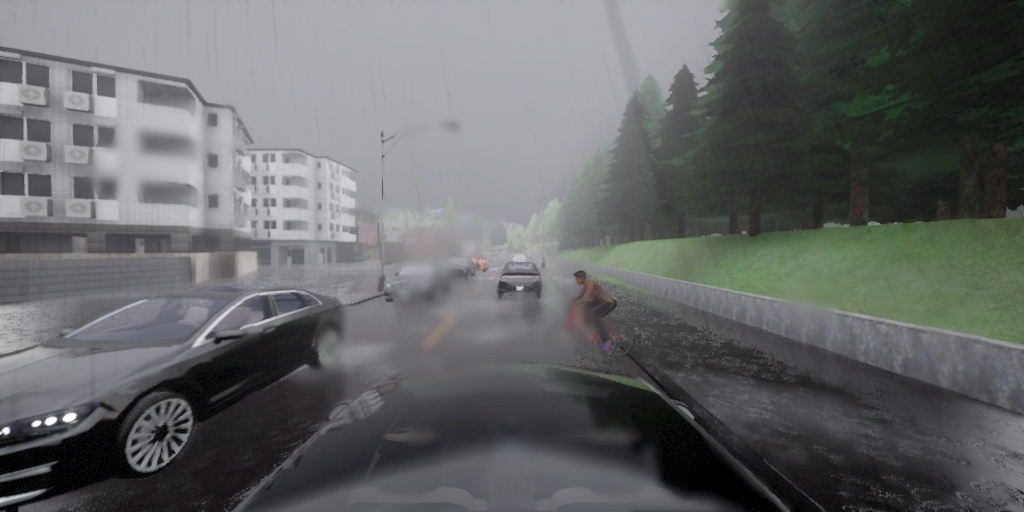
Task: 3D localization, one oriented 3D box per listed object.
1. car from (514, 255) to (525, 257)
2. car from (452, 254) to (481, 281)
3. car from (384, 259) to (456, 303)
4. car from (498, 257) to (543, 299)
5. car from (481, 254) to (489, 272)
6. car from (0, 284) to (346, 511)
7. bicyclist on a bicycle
[{"bbox_3d":[0.892,0.599,42.029,1.812,1.442,4.674,0,1,1],"label":"car"},{"bbox_3d":[-3.555,0.840,24.709,1.882,1.535,5.008,0,1,1],"label":"car"},{"bbox_3d":[-3.846,1.046,15.273,1.812,1.442,4.674,0,1,1],"label":"car"},{"bbox_3d":[0.373,0.996,16.306,2.128,1.511,4.902,0,1,1],"label":"car"},{"bbox_3d":[-3.397,0.562,33.860,2.097,1.767,4.553,0,1,2],"label":"car"},{"bbox_3d":[-4.056,1.189,4.762,2.128,1.511,4.902,0,1,1],"label":"car"},{"bbox_3d":[1.429,1.079,6.607,1.656,1.620,0.582,-1,1,1],"label":"bicyclist on a bicycle"}]
